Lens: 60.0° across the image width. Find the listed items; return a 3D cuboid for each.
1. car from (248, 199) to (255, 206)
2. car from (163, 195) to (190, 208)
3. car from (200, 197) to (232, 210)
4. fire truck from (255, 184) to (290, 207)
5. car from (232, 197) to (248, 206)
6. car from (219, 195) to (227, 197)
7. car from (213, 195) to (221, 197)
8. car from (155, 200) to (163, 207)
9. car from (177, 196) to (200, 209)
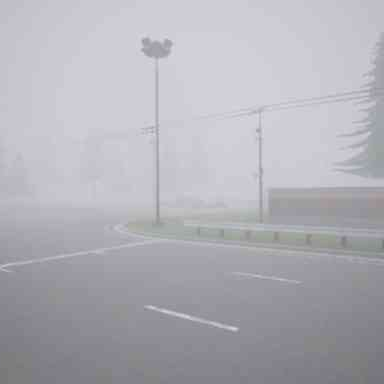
[{"bbox_3d":[13.093,1.781,62.363,2.128,1.511,4.902,-1,-1,39],"label":"car"},{"bbox_3d":[-1.741,1.587,54.220,2.150,2.045,5.566,-1,-1,36],"label":"car"},{"bbox_3d":[3.565,1.814,49.637,1.812,1.442,4.674,-1,0,36],"label":"car"},{"bbox_3d":[14.693,0.593,58.909,2.891,3.827,8.468,-1,0,36],"label":"fire truck"},{"bbox_3d":[10.186,1.927,64.435,1.895,1.301,4.718,-1,0,39],"label":"car"},{"bbox_3d":[7.987,1.866,67.382,1.837,1.490,4.892,-1,-1,40],"label":"car"},{"bbox_3d":[5.501,1.627,69.825,2.150,2.045,5.566,-1,0,37],"label":"car"},{"bbox_3d":[-4.257,1.877,56.695,1.882,1.535,5.008,-1,-1,36],"label":"car"},{"bbox_3d":[0.447,1.816,51.290,2.128,1.511,4.902,-1,0,36],"label":"car"}]
